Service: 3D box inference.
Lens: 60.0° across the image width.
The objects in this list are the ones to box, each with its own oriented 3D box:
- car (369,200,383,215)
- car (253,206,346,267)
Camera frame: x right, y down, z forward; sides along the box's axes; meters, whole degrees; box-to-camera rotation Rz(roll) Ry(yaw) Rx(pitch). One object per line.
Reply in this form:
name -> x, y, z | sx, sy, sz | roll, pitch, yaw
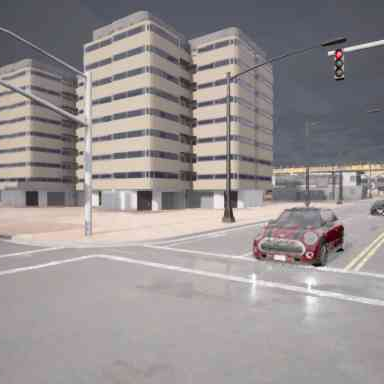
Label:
car -> 18.752, 1.529, 32.626 | 1.837, 1.490, 4.892 | 0, 0, 35
car -> 3.870, 1.345, 11.604 | 2.097, 1.767, 4.553 | 0, 0, 35
